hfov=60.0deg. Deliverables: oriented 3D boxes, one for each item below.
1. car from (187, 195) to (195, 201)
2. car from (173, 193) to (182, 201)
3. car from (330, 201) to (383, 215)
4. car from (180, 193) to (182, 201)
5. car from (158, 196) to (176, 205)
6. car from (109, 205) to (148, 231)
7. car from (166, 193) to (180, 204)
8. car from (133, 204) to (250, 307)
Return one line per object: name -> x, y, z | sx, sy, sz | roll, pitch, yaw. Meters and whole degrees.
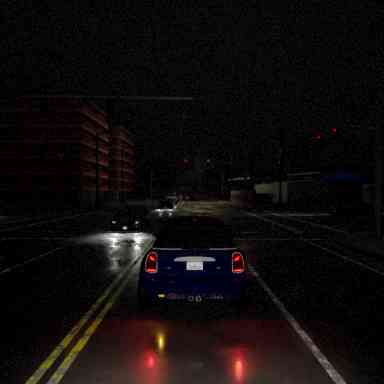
car -> -0.188, 1.500, 81.285 | 1.837, 1.490, 4.892 | 0, 0, 0
car -> -3.702, 1.218, 87.569 | 2.150, 2.045, 5.566 | 0, 0, 0
car -> 16.391, 1.601, 33.204 | 4.718, 1.301, 1.895 | 0, 0, 0
car -> -3.667, 1.540, 72.212 | 2.033, 1.411, 5.357 | 0, 0, 0
car -> -3.455, 1.537, 43.975 | 2.033, 1.411, 5.357 | 0, 0, -4
car -> -3.644, 1.531, 20.716 | 2.033, 1.411, 5.357 | 0, 1, 0
car -> -3.717, 1.223, 59.320 | 2.150, 2.045, 5.566 | 0, 0, 0
car -> 0.056, 1.352, 8.117 | 2.097, 1.767, 4.553 | 0, 0, 0
